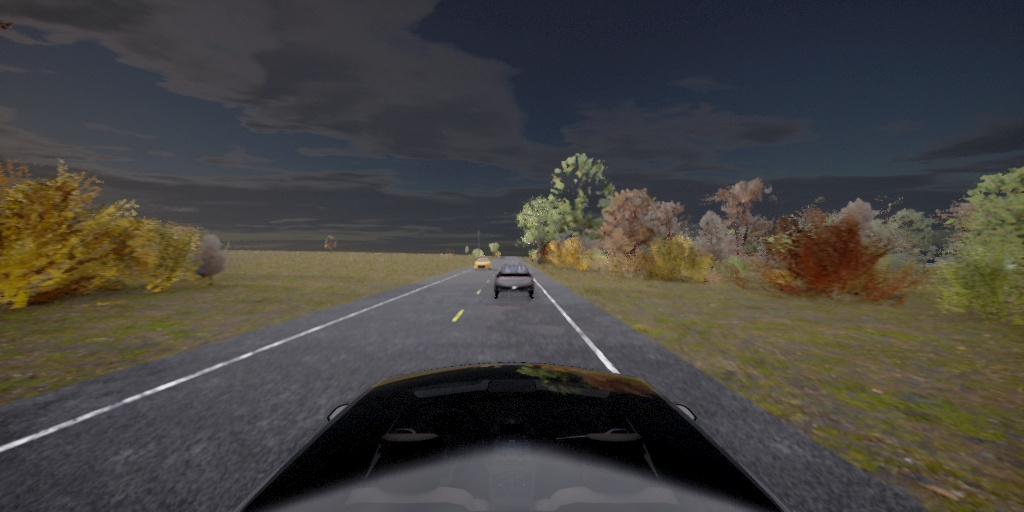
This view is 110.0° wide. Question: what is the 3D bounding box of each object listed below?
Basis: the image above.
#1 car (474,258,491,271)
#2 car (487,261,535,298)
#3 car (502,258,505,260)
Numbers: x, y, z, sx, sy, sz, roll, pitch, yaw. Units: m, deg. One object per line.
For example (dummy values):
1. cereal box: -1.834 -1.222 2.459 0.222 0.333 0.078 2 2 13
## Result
1. car: -3.574 0.982 44.487 1.882 1.535 5.008 0 0 0
2. car: 0.099 1.148 17.850 2.128 1.511 4.902 0 0 0
3. car: 0.096 1.144 37.621 1.895 1.301 4.718 0 0 0
